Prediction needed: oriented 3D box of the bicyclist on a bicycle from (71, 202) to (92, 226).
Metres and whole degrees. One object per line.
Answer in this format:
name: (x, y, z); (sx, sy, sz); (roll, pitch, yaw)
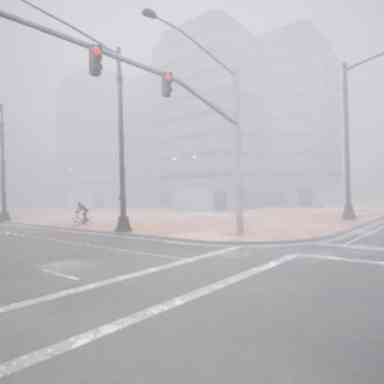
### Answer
bicyclist on a bicycle: (-7.529, 1.506, 22.697); (0.582, 1.620, 1.656); (-2, 0, 40)
